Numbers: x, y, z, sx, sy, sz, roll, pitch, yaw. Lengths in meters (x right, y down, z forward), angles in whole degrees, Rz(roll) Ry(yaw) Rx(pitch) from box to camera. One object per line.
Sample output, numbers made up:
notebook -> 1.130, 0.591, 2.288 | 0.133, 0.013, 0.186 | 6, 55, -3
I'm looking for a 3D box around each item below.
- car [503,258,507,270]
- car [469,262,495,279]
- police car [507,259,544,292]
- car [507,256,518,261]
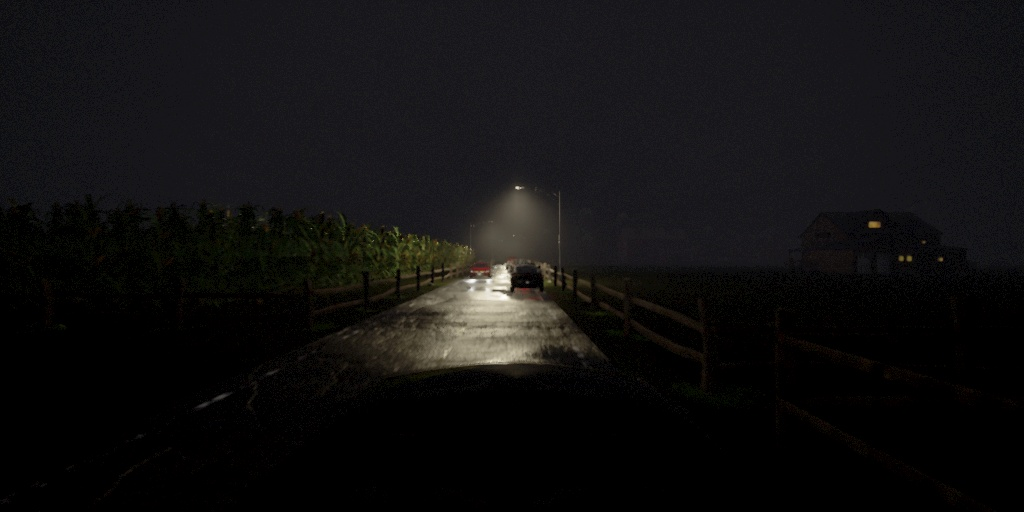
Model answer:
car -> 0.020, 1.445, 55.717 | 1.895, 1.301, 4.718 | 0, 0, 0
car -> -2.830, 1.321, 33.522 | 1.812, 1.442, 4.674 | 0, 0, 0
police car -> 0.832, 1.202, 21.782 | 1.930, 1.638, 5.238 | 0, 0, 0
car -> 0.837, 1.153, 37.642 | 2.097, 1.767, 4.553 | 0, 0, 0
